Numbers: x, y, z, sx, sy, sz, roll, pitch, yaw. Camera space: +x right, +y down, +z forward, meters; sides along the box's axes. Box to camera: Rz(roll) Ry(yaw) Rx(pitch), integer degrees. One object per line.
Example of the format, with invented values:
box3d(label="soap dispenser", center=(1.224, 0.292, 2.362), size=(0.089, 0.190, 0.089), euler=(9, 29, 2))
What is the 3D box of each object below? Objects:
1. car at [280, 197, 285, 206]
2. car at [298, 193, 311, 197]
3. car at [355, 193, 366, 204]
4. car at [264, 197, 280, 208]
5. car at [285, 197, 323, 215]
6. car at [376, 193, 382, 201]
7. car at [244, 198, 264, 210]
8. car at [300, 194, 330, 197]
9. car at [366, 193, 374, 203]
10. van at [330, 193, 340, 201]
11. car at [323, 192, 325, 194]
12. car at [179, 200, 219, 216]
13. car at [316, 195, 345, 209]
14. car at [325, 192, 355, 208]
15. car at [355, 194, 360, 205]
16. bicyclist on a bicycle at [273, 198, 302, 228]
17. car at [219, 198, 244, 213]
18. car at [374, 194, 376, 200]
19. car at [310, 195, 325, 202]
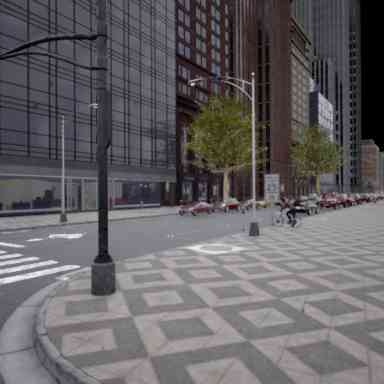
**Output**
box3d(label="car", center=(13.236, 1.453, 50.306), size=(1.947, 1.339, 4.313), euler=(0, 0, 35))
box3d(label="car", center=(19.628, 1.413, 59.599), size=(1.887, 1.381, 4.507), euler=(0, 0, 35))
box3d(label="car", center=(26.646, 1.117, 54.760), size=(2.192, 1.841, 5.009), euler=(0, 0, 35))
box3d(label="car", center=(9.943, 1.424, 45.519), size=(1.752, 1.417, 4.829), euler=(0, 0, 35))
box3d(label="car", center=(10.668, 1.423, 31.531), size=(1.947, 1.339, 4.313), euler=(0, 0, 35))
box3d(label="car", center=(42.625, 1.358, 77.988), size=(1.802, 1.307, 4.206), euler=(-1, 0, 35))
box3d(label="car", center=(6.844, 1.492, 41.013), size=(1.802, 1.307, 4.206), euler=(0, 0, 35))
box3d(label="car", center=(16.489, 1.338, 44.529), size=(2.128, 1.511, 4.902), euler=(-1, 0, 35))
box3d(label="car", center=(33.038, 1.099, 64.053), size=(2.192, 1.841, 5.009), euler=(0, 0, 35))
box3d(label="van", center=(35.607, 1.184, 82.831), size=(1.690, 1.788, 3.998), euler=(-1, 0, 35))
box3d(label="car", center=(22.175, 1.050, 52.796), size=(2.150, 2.045, 5.566), euler=(-1, 0, 35))
box3d(label="car", center=(0.452, 1.522, 31.720), size=(1.802, 1.307, 4.206), euler=(0, 0, 35))
box3d(label="car", center=(17.059, 1.376, 40.823), size=(1.887, 1.381, 4.507), euler=(0, 0, 35))
box3d(label="car", center=(20.254, 1.136, 45.470), size=(2.192, 1.841, 5.009), euler=(0, 0, 35))
box3d(label="car", center=(23.451, 1.377, 50.114), size=(1.947, 1.339, 4.313), euler=(0, 0, 35))
box3d(label="bicyclist on a bicycle", center=(5.240, 1.176, 18.414), size=(1.656, 1.620, 0.582), euler=(-1, 0, 35))
box3d(label="car", center=(3.646, 1.364, 36.366), size=(1.967, 1.590, 4.097), euler=(0, 0, 35))
box3d(label="car", center=(36.330, 1.302, 68.837), size=(1.752, 1.417, 4.829), euler=(0, 0, 35))
box3d(label="car", center=(26.021, 1.416, 68.892), size=(1.947, 1.339, 4.313), euler=(0, 0, 35))
